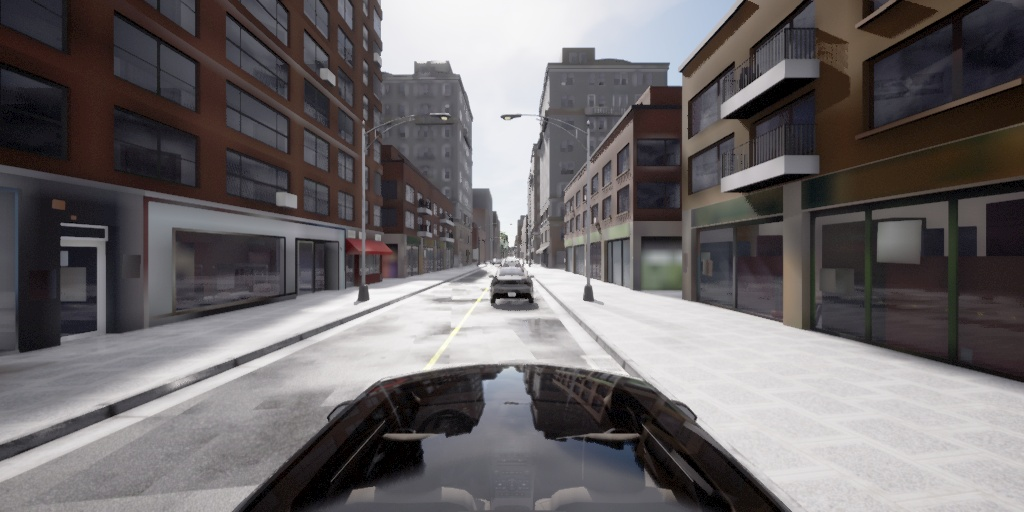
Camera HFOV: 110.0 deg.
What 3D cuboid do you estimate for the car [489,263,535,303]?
[{"bbox_3d":[0.000,1.269,16.500,1.837,1.490,4.892,0,0,0],"label":"car"}]

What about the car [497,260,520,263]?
[{"bbox_3d":[0.000,1.127,31.471,2.097,1.767,4.553,0,0,0],"label":"car"}]
